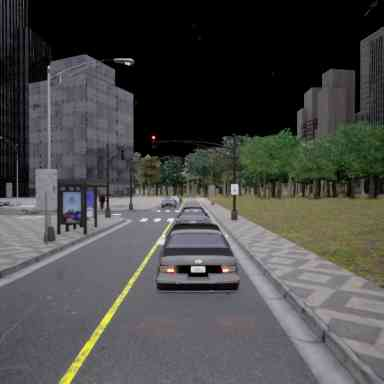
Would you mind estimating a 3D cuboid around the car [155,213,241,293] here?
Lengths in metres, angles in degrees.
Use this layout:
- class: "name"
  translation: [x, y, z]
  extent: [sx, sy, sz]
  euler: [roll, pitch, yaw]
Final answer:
- class: "car"
  translation: [0.094, 1.545, 8.961]
  extent: [2.033, 1.411, 5.357]
  euler: [0, 0, -1]

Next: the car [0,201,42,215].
- class: "car"
  translation: [-16.695, 1.546, 31.236]
  extent: [4.718, 1.301, 1.895]
  euler: [0, 0, 1]

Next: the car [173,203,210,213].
- class: "car"
  translation: [0.071, 1.554, 19.239]
  extent: [1.994, 1.385, 4.181]
  euler: [0, 0, 0]

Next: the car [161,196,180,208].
- class: "car"
  translation: [-3.130, 1.518, 45.811]
  extent: [1.994, 1.385, 4.181]
  euler: [0, 0, -1]

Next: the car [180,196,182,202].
- class: "car"
  translation: [-3.122, 1.459, 58.376]
  extent: [1.812, 1.442, 4.674]
  euler: [0, 0, 0]

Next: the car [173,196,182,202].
- class: "car"
  translation: [-3.086, 1.503, 71.450]
  extent: [1.895, 1.301, 4.718]
  euler: [0, 0, 0]

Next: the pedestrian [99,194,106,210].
- class: "pedestrian"
  translation: [-10.108, 1.051, 37.307]
  extent: [0.375, 1.860, 0.375]
  euler: [0, 0, 1]
